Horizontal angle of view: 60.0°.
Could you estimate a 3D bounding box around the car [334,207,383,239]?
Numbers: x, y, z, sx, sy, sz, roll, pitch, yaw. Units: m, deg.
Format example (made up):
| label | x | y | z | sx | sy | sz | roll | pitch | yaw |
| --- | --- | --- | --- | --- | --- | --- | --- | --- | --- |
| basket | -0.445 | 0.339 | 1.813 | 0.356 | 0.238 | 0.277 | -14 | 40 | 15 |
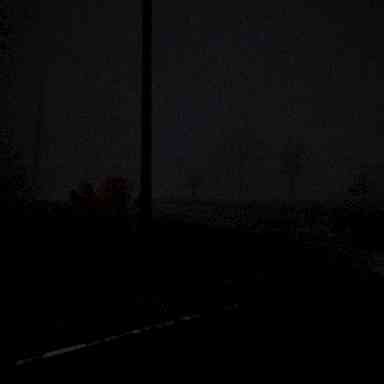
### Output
| label | x | y | z | sx | sy | sz | roll | pitch | yaw |
| --- | --- | --- | --- | --- | --- | --- | --- | --- | --- |
| car | 9.328 | 1.531 | 15.720 | 1.882 | 1.535 | 5.008 | 0 | 1 | -35 |
